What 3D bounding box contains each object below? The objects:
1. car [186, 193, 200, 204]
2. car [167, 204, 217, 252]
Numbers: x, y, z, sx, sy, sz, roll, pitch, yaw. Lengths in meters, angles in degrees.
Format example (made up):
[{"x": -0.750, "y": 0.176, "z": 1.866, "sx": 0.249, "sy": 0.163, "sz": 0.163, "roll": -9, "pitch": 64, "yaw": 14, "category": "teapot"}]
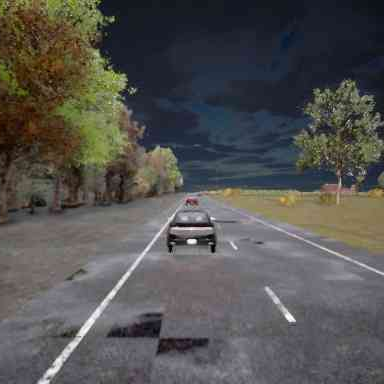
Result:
[{"x": -0.035, "y": 1.467, "z": 56.419, "sx": 1.882, "sy": 1.535, "sz": 5.008, "roll": 0, "pitch": 0, "yaw": 0, "category": "car"}, {"x": -0.007, "y": 1.491, "z": 13.844, "sx": 2.128, "sy": 1.511, "sz": 4.902, "roll": 0, "pitch": 0, "yaw": 0, "category": "car"}]
